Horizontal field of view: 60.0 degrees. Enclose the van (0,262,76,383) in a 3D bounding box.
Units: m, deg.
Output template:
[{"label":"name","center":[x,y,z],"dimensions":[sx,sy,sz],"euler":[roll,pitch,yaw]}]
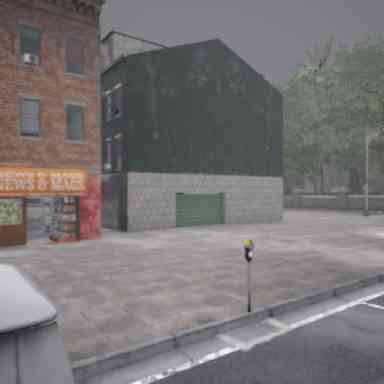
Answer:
[{"label":"van","center":[-2.411,1.345,1.090],"dimensions":[3.998,1.788,1.690],"euler":[0,0,-36]}]
